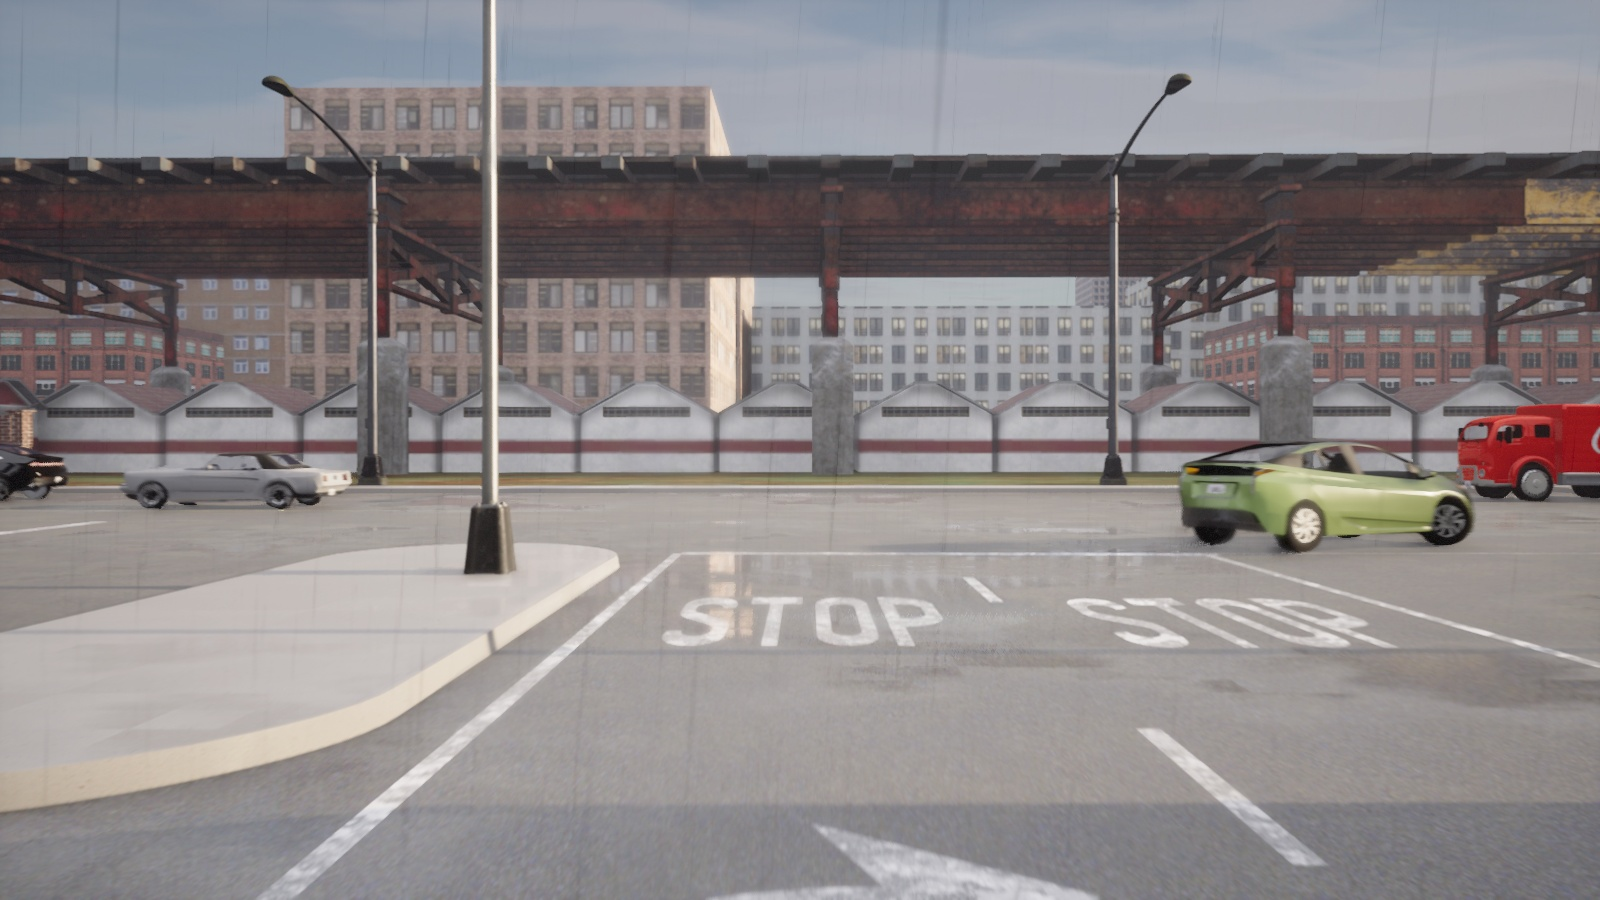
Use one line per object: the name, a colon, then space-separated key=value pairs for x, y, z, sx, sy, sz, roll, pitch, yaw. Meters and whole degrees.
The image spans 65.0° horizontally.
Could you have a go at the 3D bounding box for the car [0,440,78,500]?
car: x=-21.862 y=0.501 z=32.689 sx=4.902 sy=1.511 sz=2.128 roll=0 pitch=0 yaw=1

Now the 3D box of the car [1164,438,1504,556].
car: x=7.695 y=0.597 z=18.086 sx=4.514 sy=1.525 sz=2.007 roll=0 pitch=0 yaw=-25

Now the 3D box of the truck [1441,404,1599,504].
truck: x=19.747 y=0.094 z=32.291 sx=5.204 sy=2.467 sz=2.627 roll=0 pitch=0 yaw=1

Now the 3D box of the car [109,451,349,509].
car: x=-13.146 y=0.672 z=29.107 sx=4.718 sy=1.301 sz=1.895 roll=0 pitch=0 yaw=1
